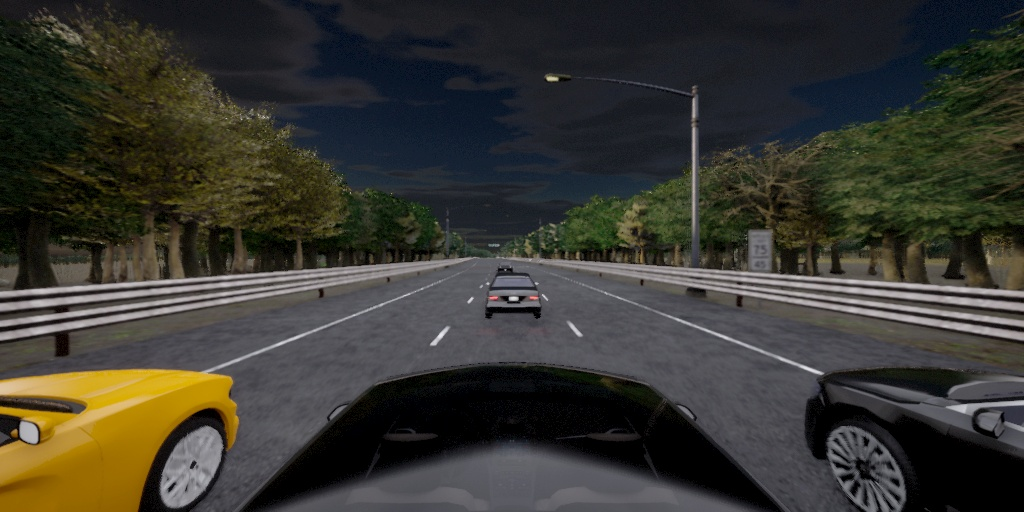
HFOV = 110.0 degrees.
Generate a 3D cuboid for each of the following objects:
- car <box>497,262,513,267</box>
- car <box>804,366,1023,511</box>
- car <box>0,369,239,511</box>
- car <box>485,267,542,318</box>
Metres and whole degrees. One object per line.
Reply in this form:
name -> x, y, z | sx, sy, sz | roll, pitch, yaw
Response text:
car -> -0.869, 1.356, 44.551 | 1.895, 1.301, 4.718 | 0, 0, -2
car -> 3.587, 1.240, 1.272 | 2.128, 1.511, 4.902 | 0, 0, 0
car -> -3.411, 1.229, 1.197 | 1.882, 1.535, 5.008 | 0, 0, 0
car -> 0.017, 1.298, 13.018 | 2.033, 1.411, 5.357 | 0, 0, -1
